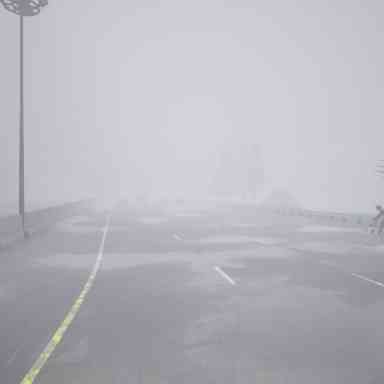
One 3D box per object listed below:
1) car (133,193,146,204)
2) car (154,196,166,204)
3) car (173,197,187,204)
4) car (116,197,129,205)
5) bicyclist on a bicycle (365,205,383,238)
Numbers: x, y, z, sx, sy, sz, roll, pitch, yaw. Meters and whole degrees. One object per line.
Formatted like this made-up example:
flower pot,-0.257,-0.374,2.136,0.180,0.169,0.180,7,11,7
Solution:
car,-10.336,1.221,65.878,2.150,2.045,5.566,0,0,-13
car,-6.005,1.547,62.673,2.033,1.411,5.357,0,0,-12
car,-2.258,1.547,62.003,2.033,1.411,5.357,0,0,-12
car,-12.291,1.547,58.907,2.033,1.411,5.357,0,0,-15
bicyclist on a bicycle,9.133,1.454,15.937,0.582,1.620,1.656,0,-2,-41
